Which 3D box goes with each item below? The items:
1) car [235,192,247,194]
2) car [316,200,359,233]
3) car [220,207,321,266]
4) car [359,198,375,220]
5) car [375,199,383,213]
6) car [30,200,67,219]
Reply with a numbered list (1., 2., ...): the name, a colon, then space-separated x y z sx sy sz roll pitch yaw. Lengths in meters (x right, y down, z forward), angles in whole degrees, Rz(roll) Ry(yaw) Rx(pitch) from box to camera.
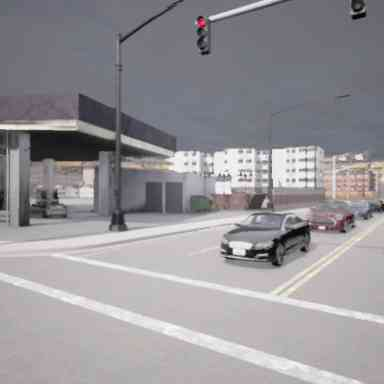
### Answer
1. car: 11.748 1.062 86.422 5.566 2.045 2.150 0 0 21
2. car: 8.207 1.333 19.684 2.097 1.767 4.553 0 0 34
3. car: 2.729 1.474 11.669 2.128 1.511 4.902 0 0 34
4. car: 13.862 1.506 27.882 1.812 1.442 4.674 0 0 35
5. car: 19.828 1.456 36.487 1.882 1.535 5.008 0 0 35
6. car: -11.985 1.355 27.110 3.806 1.475 1.970 0 0 36
